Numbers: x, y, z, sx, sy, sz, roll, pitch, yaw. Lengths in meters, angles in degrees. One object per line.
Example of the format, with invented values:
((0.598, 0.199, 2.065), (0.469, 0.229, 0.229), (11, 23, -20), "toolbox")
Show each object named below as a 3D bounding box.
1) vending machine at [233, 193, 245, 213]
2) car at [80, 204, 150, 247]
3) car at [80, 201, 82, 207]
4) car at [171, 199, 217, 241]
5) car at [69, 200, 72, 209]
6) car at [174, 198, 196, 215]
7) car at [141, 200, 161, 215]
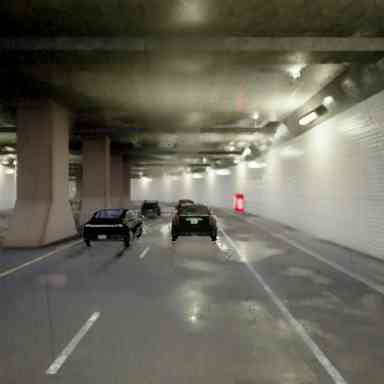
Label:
((5.081, 1.198, 36.110), (1.100, 2.100, 0.880), (0, 0, -7), "vending machine")
((-3.400, 1.492, 15.018), (2.128, 1.511, 4.902), (0, 0, 0), "car")
((-12.509, 1.528, 40.584), (1.812, 1.442, 4.674), (0, 0, -12), "car")
((0.099, 1.353, 16.961), (2.097, 1.767, 4.553), (0, 0, 0), "car")
((-16.460, 1.550, 42.397), (2.033, 1.411, 5.357), (0, 0, -13), "car")
((-0.776, 1.480, 34.904), (1.882, 1.535, 5.008), (0, 0, -6), "car")
((-4.100, 1.493, 33.224), (2.128, 1.511, 4.902), (0, 0, -6), "car")
